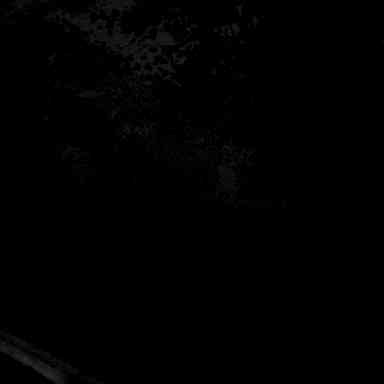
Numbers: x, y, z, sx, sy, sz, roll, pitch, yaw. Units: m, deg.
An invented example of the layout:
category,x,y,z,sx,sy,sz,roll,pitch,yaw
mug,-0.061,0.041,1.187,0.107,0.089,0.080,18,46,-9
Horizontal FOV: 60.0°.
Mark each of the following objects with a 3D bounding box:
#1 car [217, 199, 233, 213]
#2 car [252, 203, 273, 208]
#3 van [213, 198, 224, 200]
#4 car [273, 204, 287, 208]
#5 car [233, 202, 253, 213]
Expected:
category,x,y,z,sx,sy,sz,roll,pitch,yaw
car,5.718,2.174,46.645,2.163,1.488,4.792,1,0,35
car,10.242,2.214,43.428,2.163,1.488,4.792,1,0,35
van,3.544,1.899,48.371,1.878,1.987,4.442,1,0,35
car,12.523,2.206,41.848,2.231,1.521,4.892,1,0,35
car,8.106,2.161,45.211,1.946,1.575,5.366,0,0,35
